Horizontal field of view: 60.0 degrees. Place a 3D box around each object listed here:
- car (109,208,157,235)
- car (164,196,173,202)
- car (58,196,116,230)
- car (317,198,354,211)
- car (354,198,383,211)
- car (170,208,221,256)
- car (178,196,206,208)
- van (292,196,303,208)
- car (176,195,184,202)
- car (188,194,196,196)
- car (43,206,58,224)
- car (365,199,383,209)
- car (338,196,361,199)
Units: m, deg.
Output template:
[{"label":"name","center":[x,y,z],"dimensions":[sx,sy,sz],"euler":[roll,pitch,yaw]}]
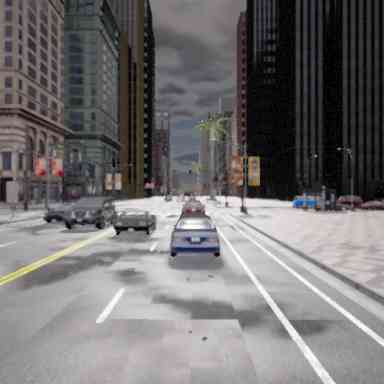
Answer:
[{"label":"car","center":[-3.136,1.683,19.343],"dimensions":[1.895,1.301,4.718],"euler":[0,0,0]},{"label":"car","center":[-6.436,1.749,90.539],"dimensions":[2.097,1.767,4.553],"euler":[0,0,0]},{"label":"car","center":[-6.571,1.317,22.218],"dimensions":[2.150,2.045,5.566],"euler":[0,0,0]},{"label":"car","center":[17.100,1.728,41.135],"dimensions":[4.403,1.369,2.008],"euler":[0,0,0]},{"label":"car","center":[22.778,1.756,41.133],"dimensions":[4.206,1.307,1.802],"euler":[0,0,0]},{"label":"car","center":[0.114,1.605,13.360],"dimensions":[2.033,1.411,5.357],"euler":[0,0,0]},{"label":"car","center":[0.135,1.479,29.426],"dimensions":[2.097,1.767,4.553],"euler":[0,0,0]},{"label":"van","center":[17.101,1.531,49.660],"dimensions":[3.998,1.788,1.690],"euler":[0,0,0]},{"label":"car","center":[-3.188,1.832,89.029],"dimensions":[1.812,1.442,4.674],"euler":[0,0,0]},{"label":"car","center":[0.062,1.848,89.027],"dimensions":[2.033,1.411,5.357],"euler":[0,0,0]},{"label":"car","center":[-9.797,1.659,26.361],"dimensions":[2.033,1.411,5.357],"euler":[0,0,0]},{"label":"car","center":[28.457,1.766,49.656],"dimensions":[4.206,1.307,1.802],"euler":[0,0,0]},{"label":"car","center":[22.779,1.501,49.658],"dimensions":[5.009,1.841,2.192],"euler":[0,0,0]}]
